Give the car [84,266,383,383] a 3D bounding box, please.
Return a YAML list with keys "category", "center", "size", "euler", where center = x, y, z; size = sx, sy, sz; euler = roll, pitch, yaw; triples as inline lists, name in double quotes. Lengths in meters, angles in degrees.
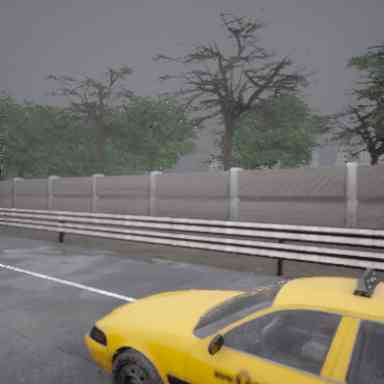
- category: "car"
  center: [1.235, 1.456, 2.990]
  size: [5.366, 1.575, 1.801]
  euler: [0, 0, 36]
